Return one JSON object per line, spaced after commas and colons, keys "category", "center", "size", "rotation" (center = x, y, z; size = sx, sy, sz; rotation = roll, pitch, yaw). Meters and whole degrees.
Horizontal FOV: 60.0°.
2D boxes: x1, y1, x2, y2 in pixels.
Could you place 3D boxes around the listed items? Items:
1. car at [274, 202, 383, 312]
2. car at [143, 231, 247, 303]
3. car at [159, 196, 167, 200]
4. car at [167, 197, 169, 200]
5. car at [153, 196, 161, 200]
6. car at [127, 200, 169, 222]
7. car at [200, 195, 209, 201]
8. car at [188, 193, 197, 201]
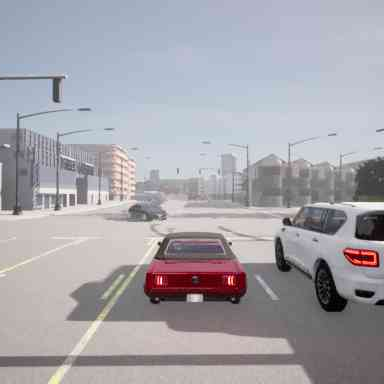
{"category": "car", "center": [3.565, 1.234, 7.875], "size": [2.150, 2.045, 5.566], "rotation": [0, 0, 0]}
{"category": "car", "center": [0.071, 1.617, 8.168], "size": [1.895, 1.301, 4.718], "rotation": [0, 0, 0]}
{"category": "car", "center": [-6.985, 1.658, 69.078], "size": [2.097, 1.767, 4.553], "rotation": [0, 1, 0]}
{"category": "car", "center": [-6.981, 1.747, 84.264], "size": [1.895, 1.301, 4.718], "rotation": [0, 0, 0]}
{"category": "car", "center": [-7.067, 1.927, 58.543], "size": [1.812, 1.442, 4.674], "rotation": [0, 0, 0]}
{"category": "car", "center": [-3.923, 1.681, 28.153], "size": [1.837, 1.490, 4.892], "rotation": [-2, 1, -35]}
{"category": "car", "center": [3.520, 1.521, 89.196], "size": [2.097, 1.767, 4.553], "rotation": [0, -1, 0]}
{"category": "car", "center": [0.020, 1.387, 88.843], "size": [2.150, 2.045, 5.566], "rotation": [0, -1, 0]}
